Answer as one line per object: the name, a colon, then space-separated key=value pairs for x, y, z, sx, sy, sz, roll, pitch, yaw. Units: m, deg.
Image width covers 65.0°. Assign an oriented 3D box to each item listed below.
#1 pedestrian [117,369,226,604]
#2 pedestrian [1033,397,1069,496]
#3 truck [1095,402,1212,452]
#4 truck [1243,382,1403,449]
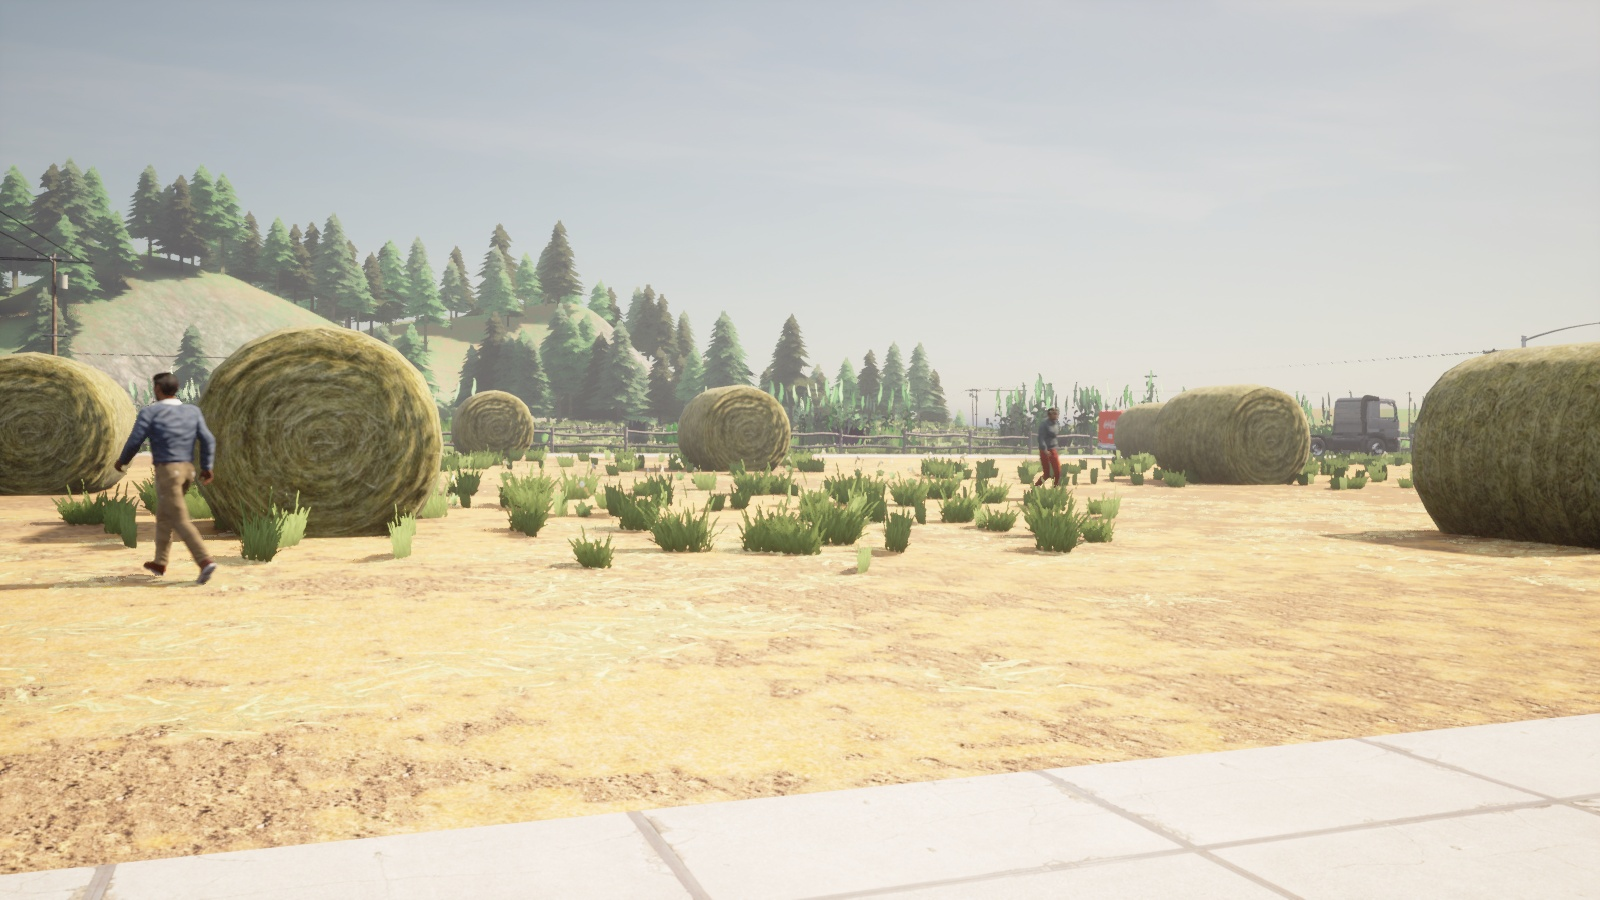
pedestrian: x=-5.390 y=0.297 z=10.774 sx=0.788 sy=1.949 sz=0.423 roll=0 pitch=1 yaw=28
pedestrian: x=4.770 y=-0.077 z=23.834 sx=0.353 sy=1.847 sz=0.614 roll=-1 pitch=1 yaw=-27
truck: x=18.163 y=-1.188 z=64.598 sx=5.204 sy=2.467 sz=2.627 roll=-1 pitch=1 yaw=-17
truck: x=28.182 y=-1.856 z=67.654 sx=7.936 sy=3.462 sz=2.891 roll=-1 pitch=1 yaw=-17
